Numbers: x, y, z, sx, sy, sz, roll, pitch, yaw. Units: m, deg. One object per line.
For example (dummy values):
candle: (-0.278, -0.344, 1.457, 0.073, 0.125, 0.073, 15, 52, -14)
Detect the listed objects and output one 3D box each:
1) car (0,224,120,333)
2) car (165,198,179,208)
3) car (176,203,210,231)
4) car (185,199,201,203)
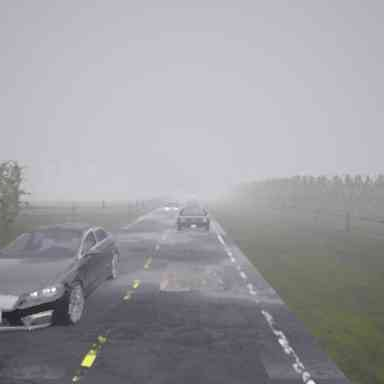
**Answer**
car: (-2.851, 1.492, 7.122, 2.128, 1.511, 4.902, 0, 0, 0)
car: (-2.850, 1.546, 48.384, 1.994, 1.385, 4.181, 0, 0, 0)
car: (0.086, 1.600, 20.690, 1.895, 1.301, 4.718, 0, 0, 0)
car: (0.065, 1.535, 41.332, 2.033, 1.411, 5.357, 0, 0, 1)
